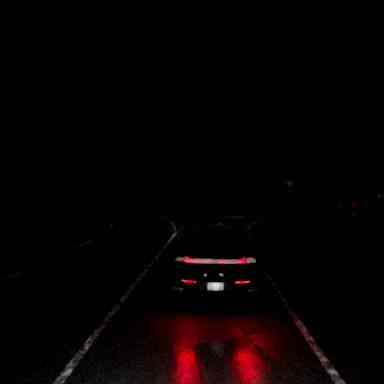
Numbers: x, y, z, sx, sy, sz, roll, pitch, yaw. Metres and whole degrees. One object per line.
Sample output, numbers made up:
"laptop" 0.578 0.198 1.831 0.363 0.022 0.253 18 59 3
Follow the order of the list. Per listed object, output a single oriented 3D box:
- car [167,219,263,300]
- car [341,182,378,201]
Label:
"car" 0.530 1.408 8.221 2.128 1.511 4.902 0 1 3
"car" 15.308 -0.170 30.288 4.892 1.490 1.837 -7 10 -43
